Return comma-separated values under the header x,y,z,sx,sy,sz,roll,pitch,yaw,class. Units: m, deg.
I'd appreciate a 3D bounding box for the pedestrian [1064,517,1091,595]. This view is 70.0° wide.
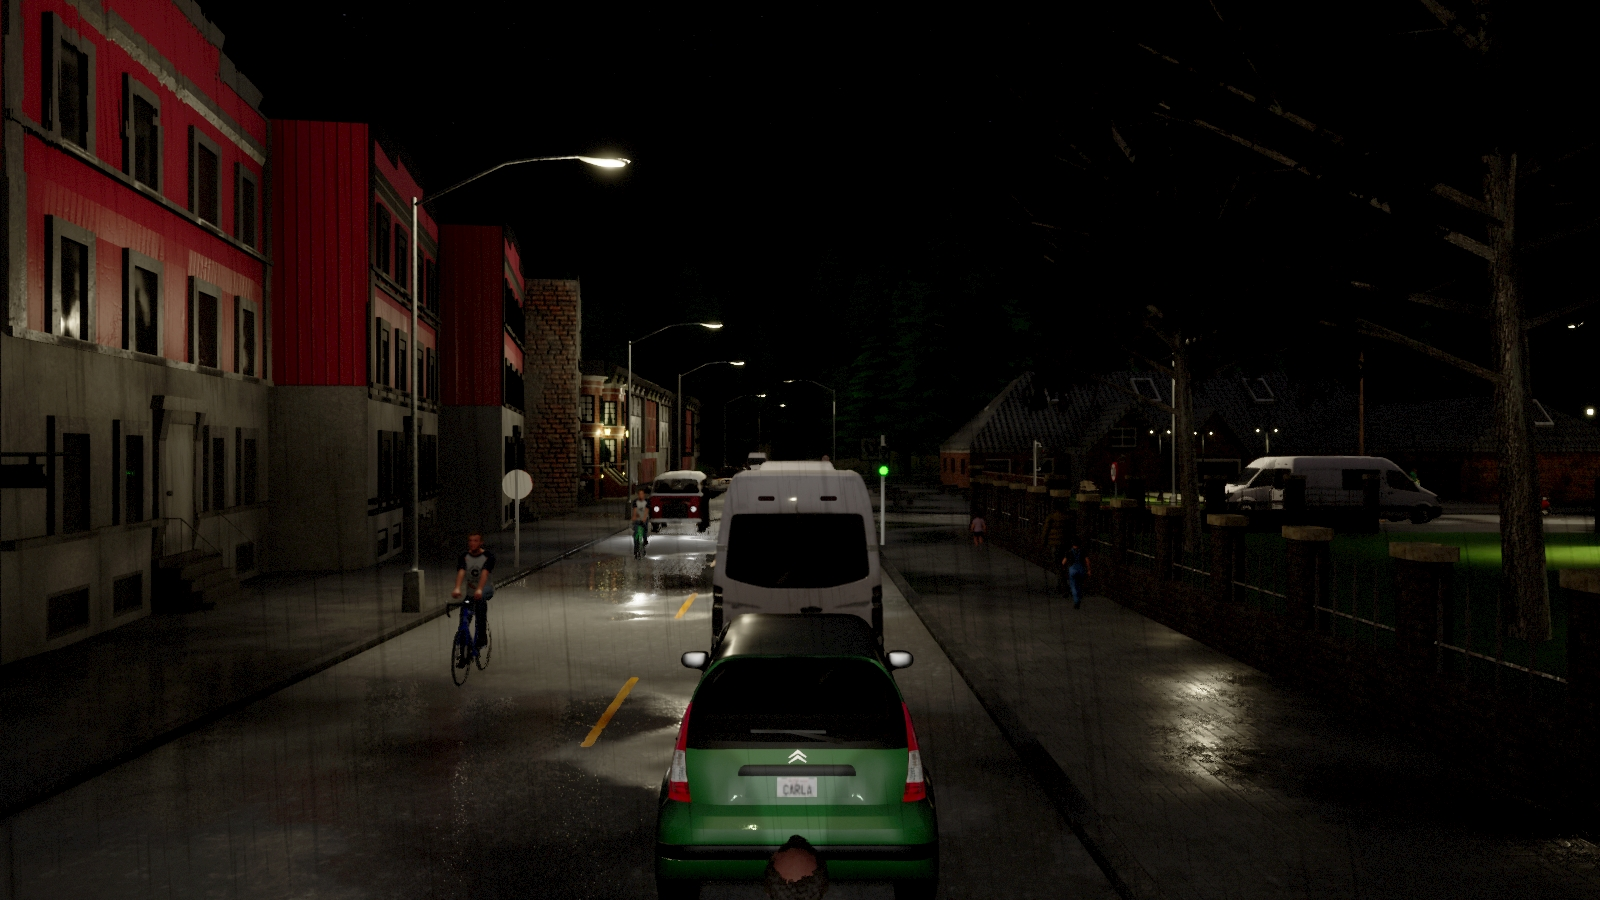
x,y,z,sx,sy,sz,roll,pitch,yaw,class
4.761,1.805,19.592,0.375,1.300,0.375,0,0,0,pedestrian

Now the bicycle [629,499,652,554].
x,y,z,sx,sy,sz,roll,pitch,yaw,class
-4.068,1.936,29.186,0.373,1.296,1.643,0,0,0,bicycle

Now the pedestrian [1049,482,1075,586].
x,y,z,sx,sy,sz,roll,pitch,yaw,class
4.757,1.525,20.769,0.375,1.860,0.375,0,0,0,pedestrian

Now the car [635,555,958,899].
x,y,z,sx,sy,sz,roll,pitch,yaw,class
-0.023,1.779,8.527,1.851,1.617,3.988,0,0,0,car

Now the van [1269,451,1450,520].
x,y,z,sx,sy,sz,roll,pitch,yaw,class
21.226,1.315,43.525,5.915,2.561,1.988,0,0,1,van

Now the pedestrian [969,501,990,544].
x,y,z,sx,sy,sz,roll,pitch,yaw,class
4.744,1.904,30.204,0.500,1.100,0.500,0,0,0,pedestrian

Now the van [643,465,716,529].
x,y,z,sx,sy,sz,roll,pitch,yaw,class
-4.100,1.562,39.507,2.069,2.038,4.480,0,0,-1,van

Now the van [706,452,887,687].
x,y,z,sx,sy,sz,roll,pitch,yaw,class
-0.049,1.315,15.521,1.988,2.561,5.915,0,0,0,van
